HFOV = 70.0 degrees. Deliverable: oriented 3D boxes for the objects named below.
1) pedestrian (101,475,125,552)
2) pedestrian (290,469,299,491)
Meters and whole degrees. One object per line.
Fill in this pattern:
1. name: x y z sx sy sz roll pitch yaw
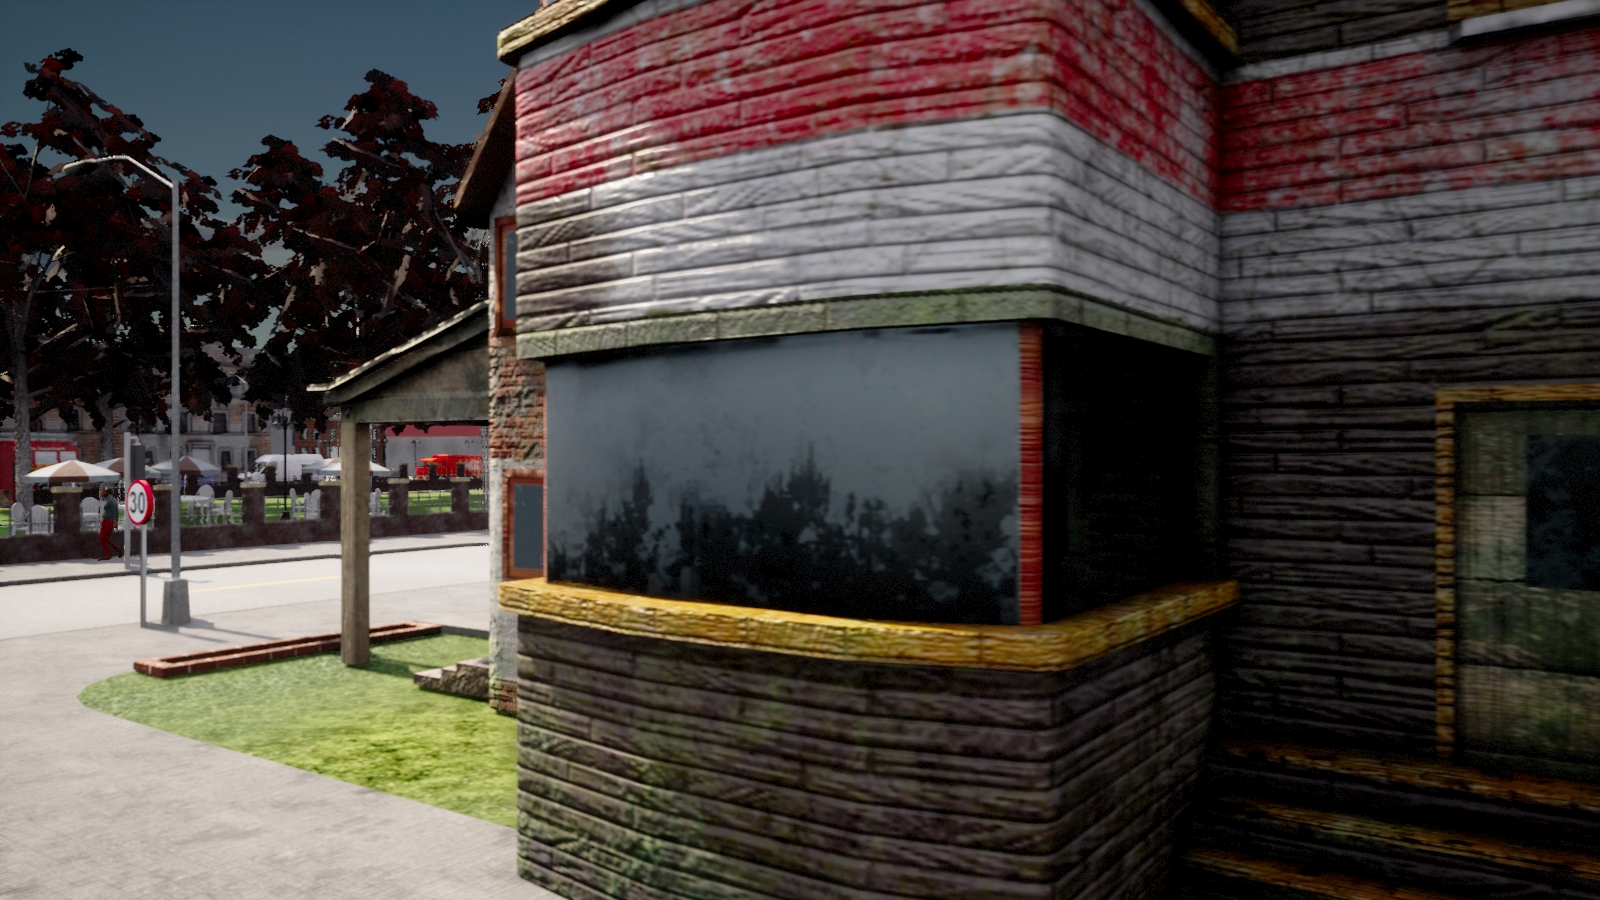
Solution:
1. pedestrian: -16.784 1.537 27.914 0.375 1.860 0.375 0 0 36
2. pedestrian: -30.949 1.848 70.000 0.375 1.300 0.375 0 0 35
